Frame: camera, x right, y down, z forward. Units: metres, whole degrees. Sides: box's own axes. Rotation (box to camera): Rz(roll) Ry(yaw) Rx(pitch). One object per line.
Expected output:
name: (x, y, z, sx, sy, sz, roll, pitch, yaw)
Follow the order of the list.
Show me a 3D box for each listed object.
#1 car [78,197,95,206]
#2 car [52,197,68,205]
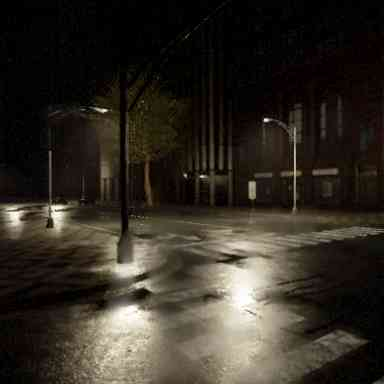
car: (-18.430, 1.563, 58.073, 1.837, 1.490, 4.892, -1, 0, -36)
car: (-24.032, 1.669, 60.304, 1.994, 1.385, 4.181, -1, 0, -36)
